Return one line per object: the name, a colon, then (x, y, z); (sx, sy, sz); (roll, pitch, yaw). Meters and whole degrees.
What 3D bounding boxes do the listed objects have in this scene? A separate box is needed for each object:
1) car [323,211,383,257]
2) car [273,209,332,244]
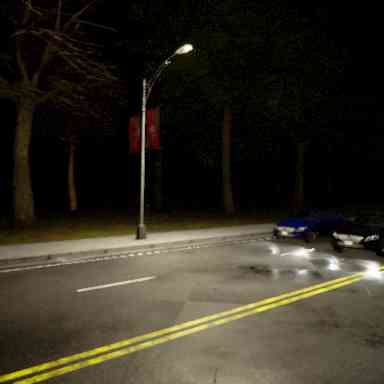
car: (7.482, 1.567, 13.291); (4.674, 1.442, 1.812); (0, 0, -36)
car: (6.001, 1.581, 16.239); (4.674, 1.442, 1.812); (0, 0, -36)
